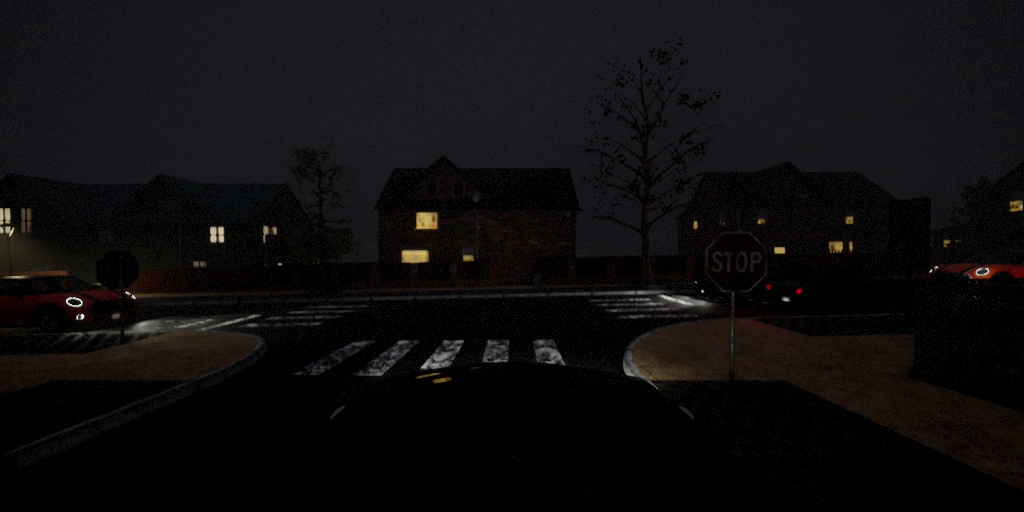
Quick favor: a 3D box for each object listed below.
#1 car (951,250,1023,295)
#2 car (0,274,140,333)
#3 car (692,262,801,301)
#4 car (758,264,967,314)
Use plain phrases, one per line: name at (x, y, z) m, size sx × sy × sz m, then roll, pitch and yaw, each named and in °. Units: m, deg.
car at (19.835, 0.546, 14.476) m, size 4.553 × 1.767 × 2.097 m, roll -1°, pitch 1°, yaw 0°
car at (-15.022, 1.417, 11.569) m, size 4.553 × 1.767 × 2.097 m, roll -1°, pitch 1°, yaw 0°
car at (10.295, 0.967, 14.453) m, size 5.357 × 1.411 × 2.033 m, roll -1°, pitch 1°, yaw -1°
car at (11.023, 1.051, 11.544) m, size 4.718 × 1.301 × 1.895 m, roll -1°, pitch 1°, yaw 0°
